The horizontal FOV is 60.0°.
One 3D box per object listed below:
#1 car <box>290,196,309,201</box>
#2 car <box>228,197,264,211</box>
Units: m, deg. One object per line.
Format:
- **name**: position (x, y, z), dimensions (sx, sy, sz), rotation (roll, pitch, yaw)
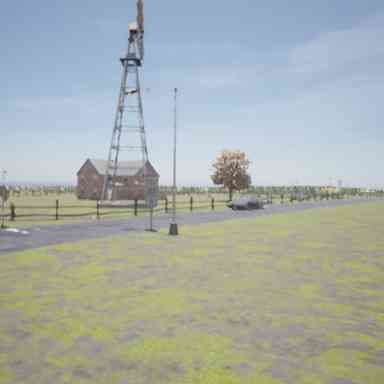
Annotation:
- **car**: position (15.849, 0.835, 48.925), dimensions (1.994, 1.385, 4.181), rotation (2, 1, 38)
- **car**: position (6.066, 1.257, 36.632), dimensions (2.033, 1.411, 5.357), rotation (2, 1, 38)
